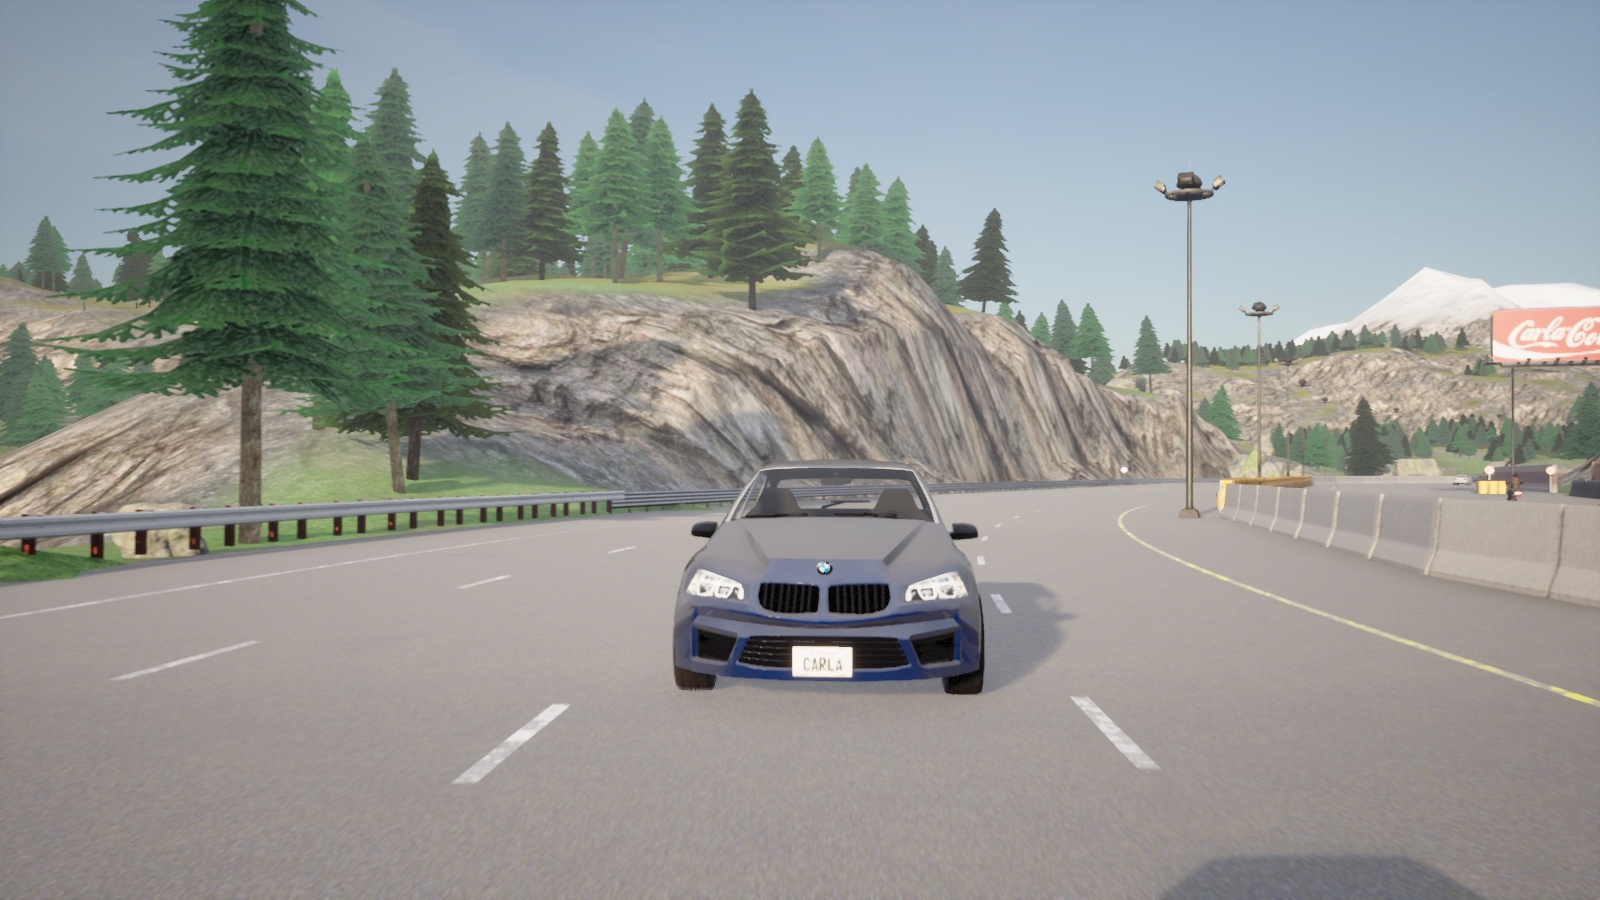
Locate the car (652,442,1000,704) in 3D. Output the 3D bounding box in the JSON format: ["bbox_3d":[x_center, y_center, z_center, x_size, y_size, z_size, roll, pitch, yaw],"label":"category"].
[{"bbox_3d":[0.311,0.832,10.389,2.242,1.667,4.611,0,-1,4],"label":"car"}]
